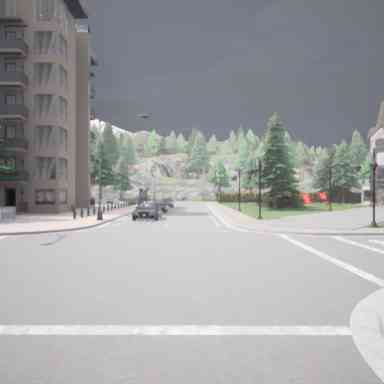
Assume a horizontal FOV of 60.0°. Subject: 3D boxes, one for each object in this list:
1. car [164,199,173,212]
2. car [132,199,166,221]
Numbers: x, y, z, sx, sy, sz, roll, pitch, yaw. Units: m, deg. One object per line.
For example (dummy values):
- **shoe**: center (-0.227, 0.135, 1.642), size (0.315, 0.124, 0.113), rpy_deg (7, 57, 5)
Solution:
- **car**: center (-3.582, 1.531, 36.322), size (2.033, 1.411, 5.357), rpy_deg (0, 0, 0)
- **car**: center (-3.572, 1.552, 26.992), size (1.994, 1.385, 4.181), rpy_deg (0, 0, 1)
